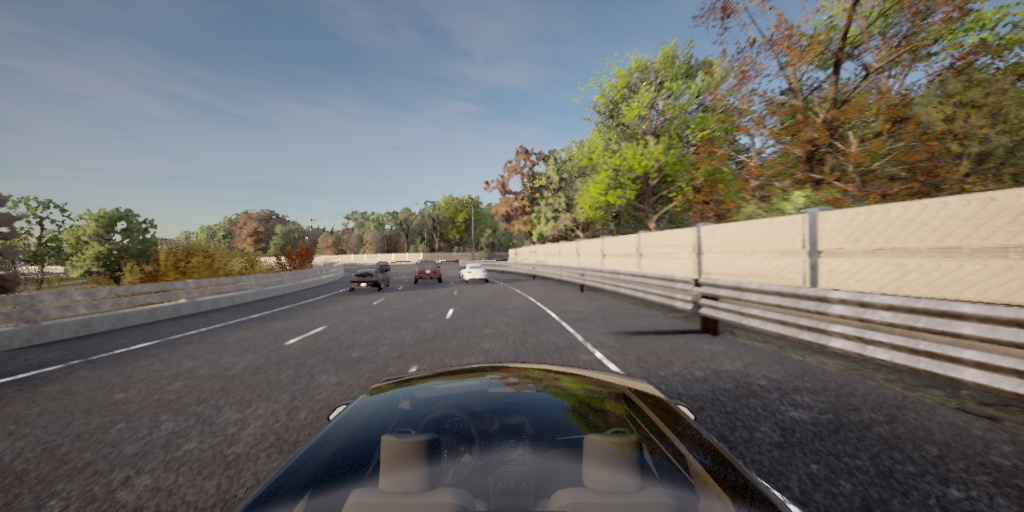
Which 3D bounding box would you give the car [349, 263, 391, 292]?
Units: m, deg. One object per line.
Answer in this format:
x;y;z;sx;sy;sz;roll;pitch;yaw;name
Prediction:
-9.011;1.406;22.976;1.837;1.490;4.892;0;0;-11;car

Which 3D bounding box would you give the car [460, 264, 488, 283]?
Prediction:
-3.047;1.328;28.460;1.812;1.442;4.674;-1;0;-13;car

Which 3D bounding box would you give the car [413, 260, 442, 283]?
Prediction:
-6.964;1.219;29.449;2.097;1.767;4.553;-1;0;-15;car
